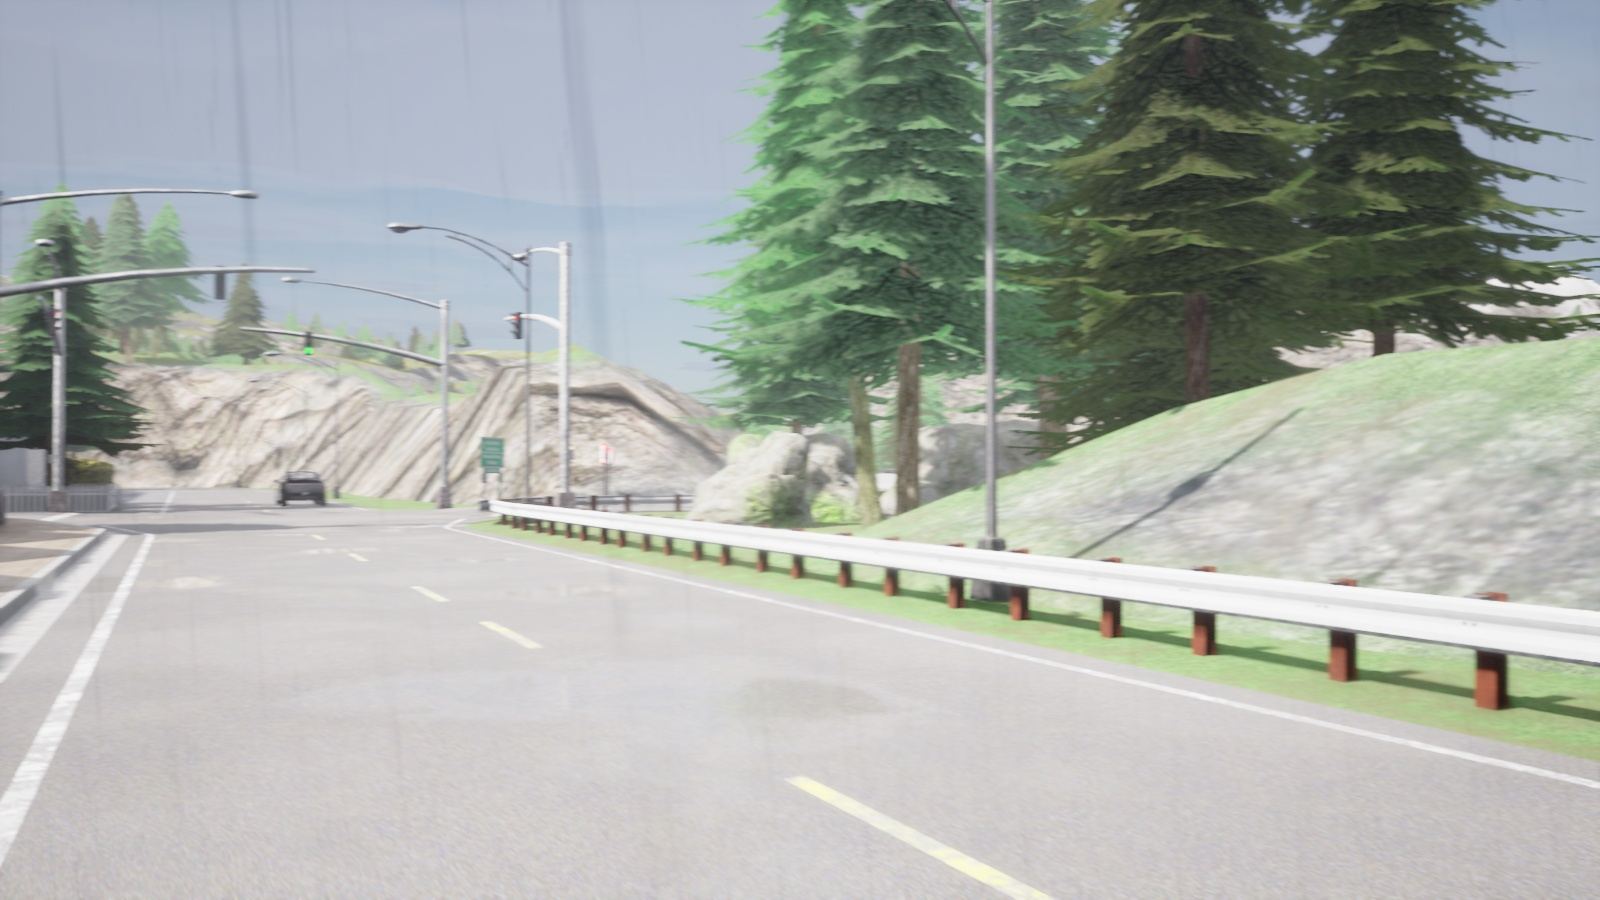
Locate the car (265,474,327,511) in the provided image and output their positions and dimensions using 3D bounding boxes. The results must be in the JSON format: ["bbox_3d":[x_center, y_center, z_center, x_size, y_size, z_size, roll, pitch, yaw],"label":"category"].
[{"bbox_3d":[-21.957,1.811,54.615,2.128,1.511,4.902,0,-1,-26],"label":"car"}]
